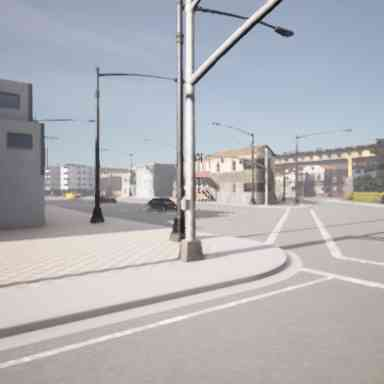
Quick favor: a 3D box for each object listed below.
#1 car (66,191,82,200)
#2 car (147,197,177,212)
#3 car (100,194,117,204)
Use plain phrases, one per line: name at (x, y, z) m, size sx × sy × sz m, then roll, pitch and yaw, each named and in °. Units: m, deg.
car at (-22.108, 0.618, 62.282) m, size 1.882 × 1.535 × 5.008 m, roll 0°, pitch 1°, yaw -36°
car at (-3.120, 1.343, 35.969) m, size 1.837 × 1.490 × 4.892 m, roll 0°, pitch 1°, yaw -36°
car at (-12.660, 1.066, 49.139) m, size 1.994 × 1.385 × 4.181 m, roll 0°, pitch 2°, yaw -36°
